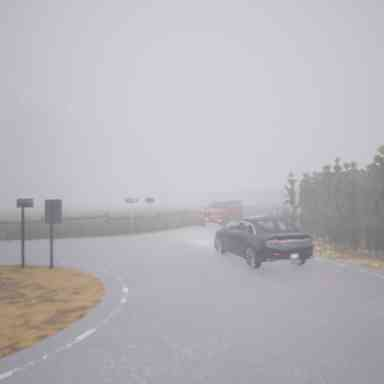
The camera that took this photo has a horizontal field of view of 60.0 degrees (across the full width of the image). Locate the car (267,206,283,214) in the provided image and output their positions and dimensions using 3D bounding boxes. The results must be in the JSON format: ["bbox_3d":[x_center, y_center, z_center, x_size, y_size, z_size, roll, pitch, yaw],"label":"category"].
[{"bbox_3d":[8.255,1.974,30.370,2.033,1.411,5.357,-1,-1,30],"label":"car"}]

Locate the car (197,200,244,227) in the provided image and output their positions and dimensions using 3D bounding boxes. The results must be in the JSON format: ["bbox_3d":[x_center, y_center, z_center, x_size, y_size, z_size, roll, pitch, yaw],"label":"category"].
[{"bbox_3d":[2.465,1.685,26.925,2.150,2.045,5.566,-1,-1,30],"label":"car"}]

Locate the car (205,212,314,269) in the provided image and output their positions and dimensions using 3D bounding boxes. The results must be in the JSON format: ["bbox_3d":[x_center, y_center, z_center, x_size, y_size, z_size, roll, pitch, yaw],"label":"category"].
[{"bbox_3d":[2.330,1.690,11.986,2.128,1.511,4.902,0,-1,-16],"label":"car"}]
